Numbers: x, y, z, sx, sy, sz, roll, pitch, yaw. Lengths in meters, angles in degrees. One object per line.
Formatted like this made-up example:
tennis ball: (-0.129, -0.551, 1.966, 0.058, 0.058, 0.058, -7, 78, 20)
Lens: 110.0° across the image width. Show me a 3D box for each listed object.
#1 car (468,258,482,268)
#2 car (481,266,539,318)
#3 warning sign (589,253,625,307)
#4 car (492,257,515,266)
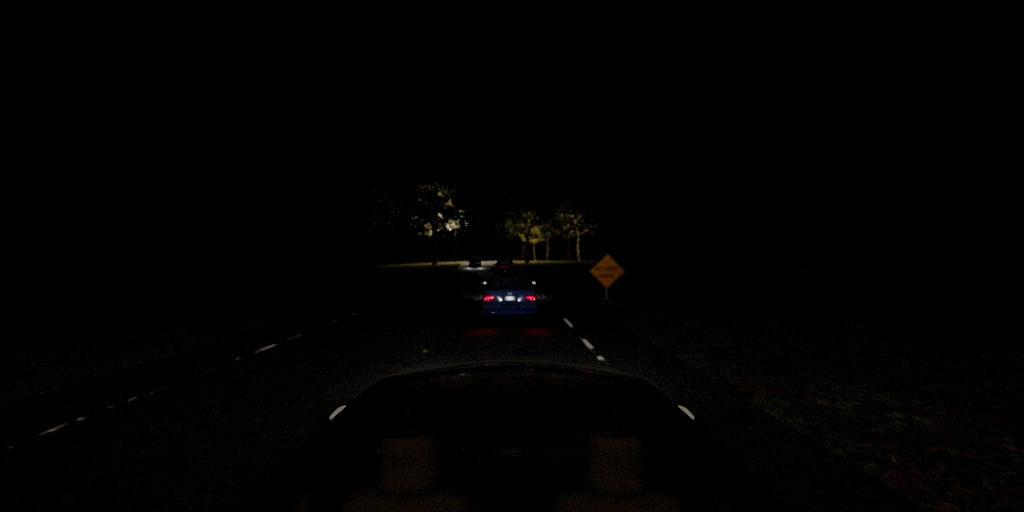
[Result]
car: (-5.748, 1.090, 56.022, 1.837, 1.490, 4.892, 0, 0, -4)
car: (-0.089, 1.268, 12.882, 2.033, 1.411, 5.357, 0, 0, -1)
warning sign: (3.426, 0.832, 13.068, 1.300, 1.860, 1.060, 0, 0, -1)
car: (-0.708, 1.134, 33.026, 1.882, 1.535, 5.008, 0, 0, -2)
